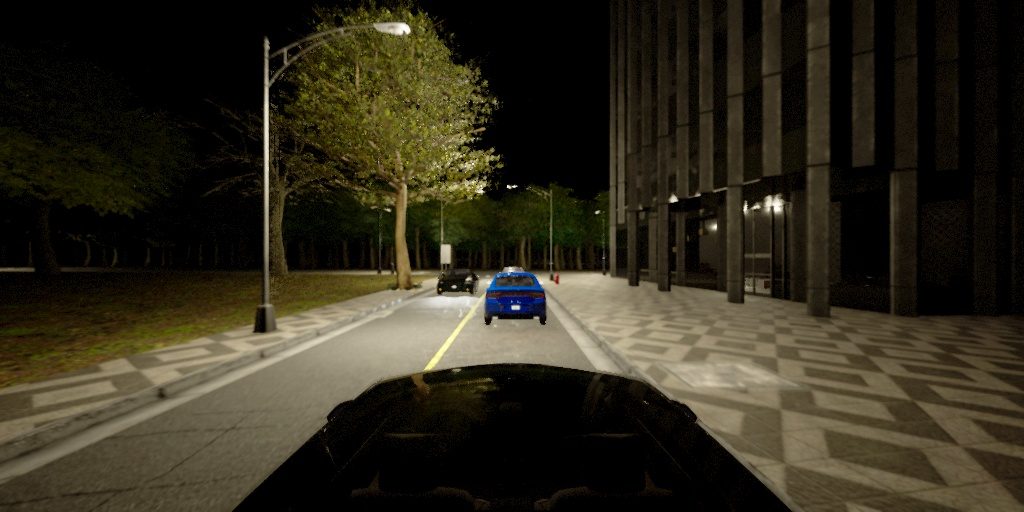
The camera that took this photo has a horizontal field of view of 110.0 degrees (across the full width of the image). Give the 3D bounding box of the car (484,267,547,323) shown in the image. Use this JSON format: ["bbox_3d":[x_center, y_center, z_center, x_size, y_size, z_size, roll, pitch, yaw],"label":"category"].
[{"bbox_3d":[0.107,1.293,12.402,1.882,1.535,5.008,0,0,0],"label":"car"}]

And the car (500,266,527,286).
[{"bbox_3d":[0.114,1.509,28.260,1.895,1.301,4.718,0,0,0],"label":"car"}]

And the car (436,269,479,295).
[{"bbox_3d":[-2.994,1.428,20.541,1.994,1.385,4.181,0,0,0],"label":"car"}]
